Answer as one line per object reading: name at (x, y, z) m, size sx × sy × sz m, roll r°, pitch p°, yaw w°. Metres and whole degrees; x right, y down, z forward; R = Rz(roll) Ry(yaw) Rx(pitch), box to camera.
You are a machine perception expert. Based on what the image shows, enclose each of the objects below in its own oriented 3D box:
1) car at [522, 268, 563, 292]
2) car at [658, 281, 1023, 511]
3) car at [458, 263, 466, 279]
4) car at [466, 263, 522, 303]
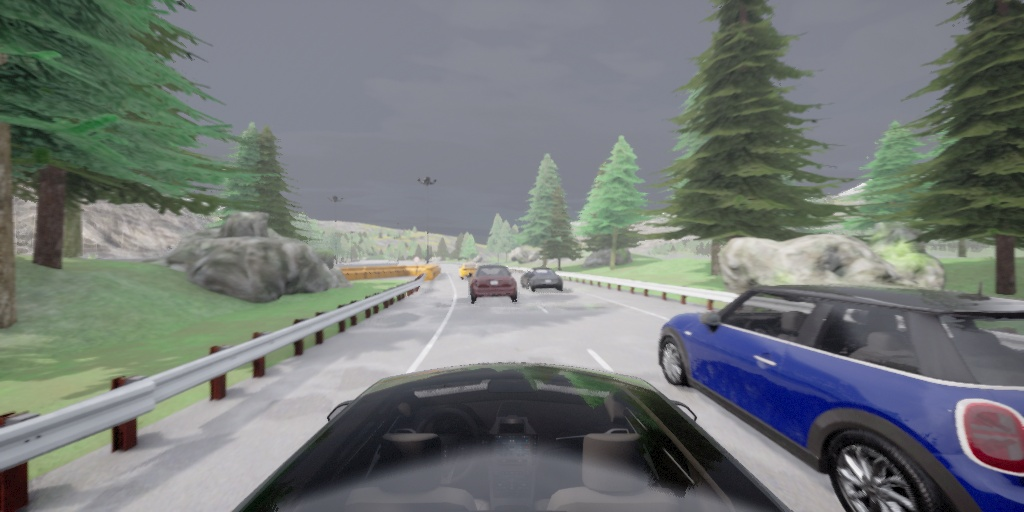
car at (1.758, 1.406, 22.300) m, size 1.994 × 1.385 × 4.181 m, roll -1°, pitch 0°, yaw -9°
car at (3.464, 1.080, 4.078) m, size 2.097 × 1.767 × 4.553 m, roll -1°, pitch 0°, yaw -1°
car at (-4.228, 1.451, 35.535) m, size 1.882 × 1.535 × 5.008 m, roll 0°, pitch 0°, yaw -12°
car at (-1.040, 1.198, 17.649) m, size 2.097 × 1.767 × 4.553 m, roll -1°, pitch 0°, yaw -8°
